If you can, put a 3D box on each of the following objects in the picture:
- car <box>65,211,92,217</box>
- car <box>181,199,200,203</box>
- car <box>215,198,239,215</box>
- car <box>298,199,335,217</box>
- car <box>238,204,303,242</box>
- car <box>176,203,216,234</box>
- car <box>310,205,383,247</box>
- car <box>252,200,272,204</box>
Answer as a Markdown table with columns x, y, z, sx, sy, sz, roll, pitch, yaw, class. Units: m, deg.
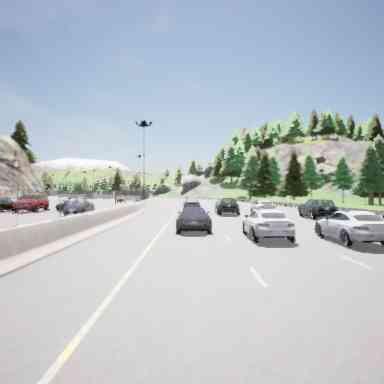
| x | y | z | sx | sy | sz | roll | pitch | yaw | class |
| --- | --- | --- | --- | --- | --- | --- | --- | --- | --- |
| -10.675 | 1.492 | 31.797 | 2.128 | 1.511 | 4.902 | 0 | 0 | -1 | car |
| -0.109 | 1.492 | 36.772 | 2.128 | 1.511 | 4.902 | 0 | 0 | -2 | car |
| 3.483 | 1.353 | 33.838 | 2.097 | 1.767 | 4.553 | 0 | 0 | -1 | car |
| 10.586 | 1.353 | 28.247 | 2.097 | 1.767 | 4.553 | 0 | 0 | 0 | car |
| 3.605 | 1.526 | 16.104 | 1.812 | 1.442 | 4.674 | 0 | 0 | 0 | car |
| 0.106 | 1.564 | 19.349 | 1.994 | 1.385 | 4.181 | 0 | 0 | 0 | car |
| 7.103 | 1.526 | 14.818 | 1.812 | 1.442 | 4.674 | 0 | 0 | 0 | car |
| 7.014 | 1.527 | 32.934 | 1.812 | 1.442 | 4.674 | 0 | 0 | -1 | car |
